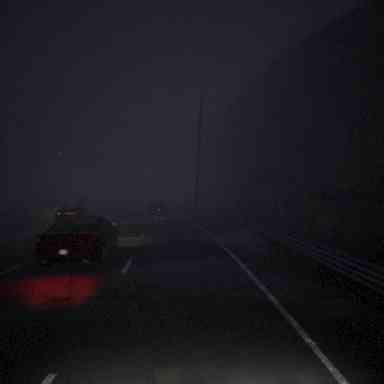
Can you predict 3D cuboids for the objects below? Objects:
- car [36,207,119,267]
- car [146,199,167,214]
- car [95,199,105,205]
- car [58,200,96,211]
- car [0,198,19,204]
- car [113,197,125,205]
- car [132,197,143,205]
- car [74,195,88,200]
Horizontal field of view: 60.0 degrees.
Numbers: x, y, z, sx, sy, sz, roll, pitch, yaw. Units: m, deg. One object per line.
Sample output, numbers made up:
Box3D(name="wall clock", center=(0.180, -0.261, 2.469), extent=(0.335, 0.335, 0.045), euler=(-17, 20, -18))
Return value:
Box3D(name="car", center=(-3.809, 1.541, 11.807), extent=(1.882, 1.535, 5.008), euler=(-1, 0, -5))
Box3D(name="car", center=(-3.929, 1.576, 36.686), extent=(1.837, 1.490, 4.892), euler=(0, 0, -12))
Box3D(name="car", center=(-17.539, 1.897, 63.390), extent=(1.895, 1.301, 4.718), euler=(-1, 0, -13))
Box3D(name="car", center=(-8.570, 1.635, 24.147), extent=(2.128, 1.511, 4.902), euler=(-1, 0, -9))
Box3D(name="car", center=(-29.851, 1.852, 54.294), extent=(2.097, 1.767, 4.553), euler=(-1, 0, -13))
Box3D(name="car", center=(-14.062, 1.745, 64.200), extent=(1.837, 1.490, 4.892), euler=(-1, 0, -13))
Box3D(name="car", center=(-10.592, 1.662, 64.736), extent=(1.882, 1.535, 5.008), euler=(-1, 0, -13))
Box3D(name="car", center=(-20.958, 1.572, 62.812), extent=(2.150, 2.045, 5.566), euler=(-1, 0, -13))
